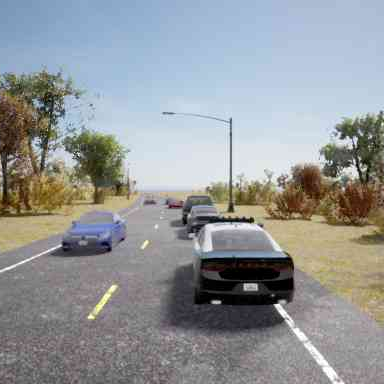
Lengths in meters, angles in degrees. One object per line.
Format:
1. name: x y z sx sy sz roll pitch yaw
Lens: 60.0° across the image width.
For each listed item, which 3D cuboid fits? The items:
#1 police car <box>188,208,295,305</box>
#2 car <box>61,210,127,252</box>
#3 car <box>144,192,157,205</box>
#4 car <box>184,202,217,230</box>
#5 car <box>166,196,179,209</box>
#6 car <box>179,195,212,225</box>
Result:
1. police car: 0.953 1.424 8.275 1.930 1.638 5.238 0 0 -1
2. car: -3.881 1.522 13.948 1.812 1.442 4.674 0 0 -2
3. car: -7.242 1.318 58.111 2.097 1.767 4.553 0 0 -7
4. car: 0.651 1.500 18.215 1.837 1.490 4.892 0 0 -2
5. car: -2.205 1.542 45.527 1.994 1.385 4.181 0 0 -5
6. car: 0.367 1.212 24.273 2.150 2.045 5.566 0 0 -3
